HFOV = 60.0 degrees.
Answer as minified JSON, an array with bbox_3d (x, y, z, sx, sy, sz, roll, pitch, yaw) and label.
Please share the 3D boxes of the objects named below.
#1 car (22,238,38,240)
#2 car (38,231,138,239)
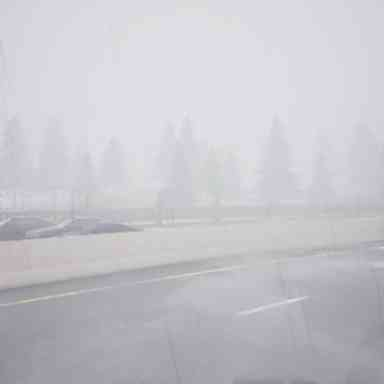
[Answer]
[{"bbox_3d":[-5.784,1.986,16.654,4.674,1.442,1.812,0,-2,-33],"label":"car"},{"bbox_3d":[-3.841,1.934,13.755,4.181,1.385,1.994,0,-2,-33],"label":"car"}]
